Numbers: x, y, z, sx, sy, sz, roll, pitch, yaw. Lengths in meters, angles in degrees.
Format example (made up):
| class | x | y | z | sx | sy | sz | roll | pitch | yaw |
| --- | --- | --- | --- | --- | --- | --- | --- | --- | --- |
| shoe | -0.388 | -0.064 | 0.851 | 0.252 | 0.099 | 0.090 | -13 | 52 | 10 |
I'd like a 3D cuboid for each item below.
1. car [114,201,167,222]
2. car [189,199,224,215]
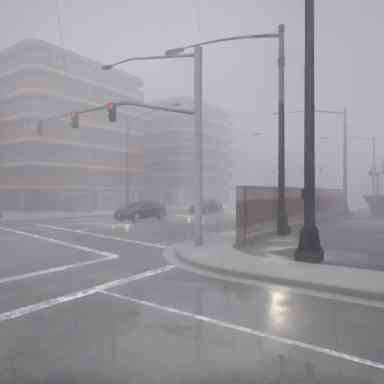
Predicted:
| class | x | y | z | sx | sy | sz | roll | pitch | yaw |
| --- | --- | --- | --- | --- | --- | --- | --- | --- | --- |
| car | -3.996 | 1.505 | 26.359 | 1.837 | 1.490 | 4.892 | 0 | 0 | 35 |
| car | 1.597 | 1.505 | 34.480 | 1.837 | 1.490 | 4.892 | 0 | 0 | 35 |
